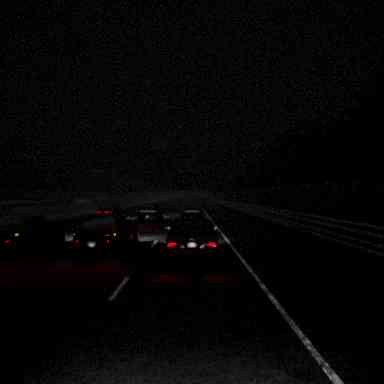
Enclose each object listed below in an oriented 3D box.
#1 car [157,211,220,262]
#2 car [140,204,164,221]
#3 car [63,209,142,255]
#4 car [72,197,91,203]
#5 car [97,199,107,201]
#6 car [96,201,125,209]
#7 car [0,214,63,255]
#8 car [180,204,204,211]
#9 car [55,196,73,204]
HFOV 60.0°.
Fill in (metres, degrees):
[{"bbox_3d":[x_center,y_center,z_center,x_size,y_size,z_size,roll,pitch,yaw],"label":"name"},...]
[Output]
[{"bbox_3d":[0.006,1.666,12.519,2.033,1.411,5.357,0,-1,0],"label":"car"},{"bbox_3d":[-3.487,1.757,28.512,2.128,1.511,4.902,0,0,0],"label":"car"},{"bbox_3d":[-3.479,1.656,13.900,1.812,1.442,4.674,0,0,1],"label":"car"},{"bbox_3d":[-21.020,2.062,64.464,1.882,1.535,5.008,0,0,0],"label":"car"},{"bbox_3d":[-17.529,2.109,64.492,1.812,1.442,4.674,0,0,0],"label":"car"},{"bbox_3d":[-6.987,1.771,28.501,1.837,1.490,4.892,0,0,0],"label":"car"},{"bbox_3d":[-6.979,1.656,13.900,1.812,1.442,4.674,0,0,1],"label":"car"},{"bbox_3d":[0.013,1.757,28.511,2.128,1.511,4.902,0,0,0],"label":"car"},{"bbox_3d":[-24.517,1.808,64.425,2.150,2.045,5.566,0,0,0],"label":"car"}]
